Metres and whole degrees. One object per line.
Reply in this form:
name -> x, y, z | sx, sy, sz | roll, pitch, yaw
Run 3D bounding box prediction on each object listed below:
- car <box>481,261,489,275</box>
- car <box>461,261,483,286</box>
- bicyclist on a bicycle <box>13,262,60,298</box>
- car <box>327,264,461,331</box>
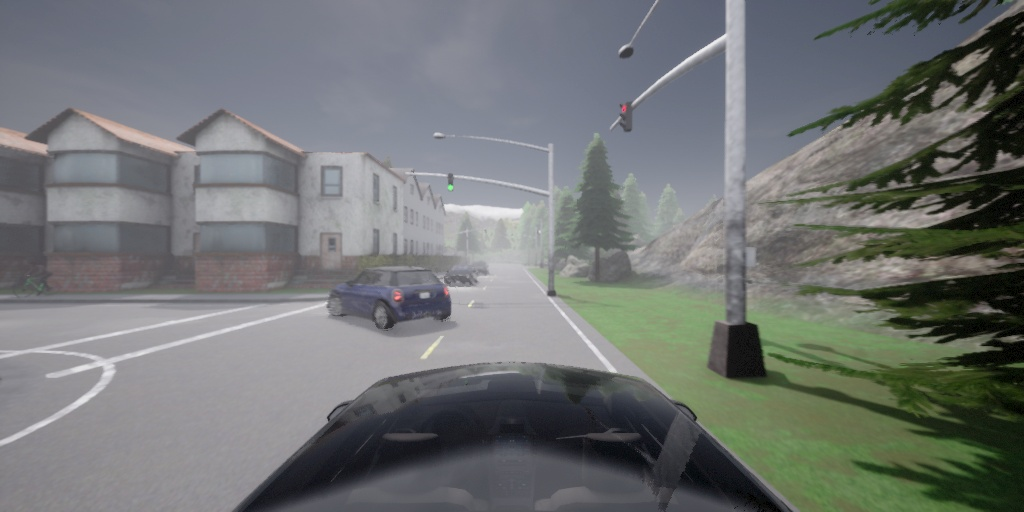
car -> -3.525, 1.275, 39.036 | 1.837, 1.490, 4.892 | 0, 1, 0
car -> -3.554, 1.313, 26.109 | 2.033, 1.411, 5.357 | 0, 0, 0
bicyclist on a bicycle -> -21.911, 1.077, 16.554 | 0.582, 1.620, 1.656 | 0, 0, -1
car -> -3.997, 1.111, 11.391 | 4.553, 1.767, 2.097 | 0, 1, 42
